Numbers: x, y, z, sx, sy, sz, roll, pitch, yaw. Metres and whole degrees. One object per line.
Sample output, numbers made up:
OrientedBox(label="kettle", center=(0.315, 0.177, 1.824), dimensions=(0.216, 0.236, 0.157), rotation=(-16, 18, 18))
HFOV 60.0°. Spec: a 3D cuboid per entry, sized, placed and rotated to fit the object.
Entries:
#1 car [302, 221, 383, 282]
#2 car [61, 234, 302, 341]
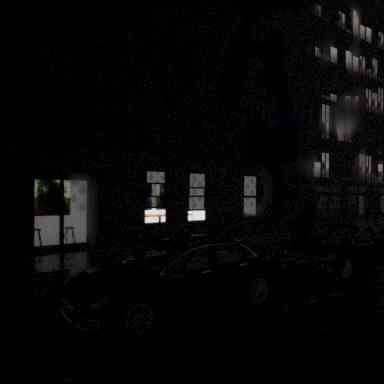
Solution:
OrientedBox(label="car", center=(4.466, 1.556, 9.689), dimensions=(4.403, 1.369, 2.008), rotation=(0, 0, -35))
OrientedBox(label="car", center=(-0.170, 1.553, 6.414), dimensions=(4.403, 1.369, 2.008), rotation=(0, 0, -35))
